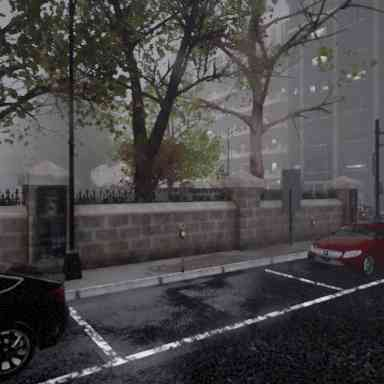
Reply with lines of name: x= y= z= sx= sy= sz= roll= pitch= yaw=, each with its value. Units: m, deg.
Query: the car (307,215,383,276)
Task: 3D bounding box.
car: x=5.362 y=1.596 z=10.271 sx=4.206 sy=1.307 sz=1.802 roll=0 pitch=0 yaw=-35

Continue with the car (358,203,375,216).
car: x=11.950 y=1.157 z=26.204 sx=2.097 sy=1.767 sz=4.553 roll=0 pitch=1 yaw=-33

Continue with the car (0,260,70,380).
car: x=-3.718 y=1.565 z=3.940 sx=4.313 sy=1.339 sz=1.947 roll=0 pitch=0 yaw=-35
